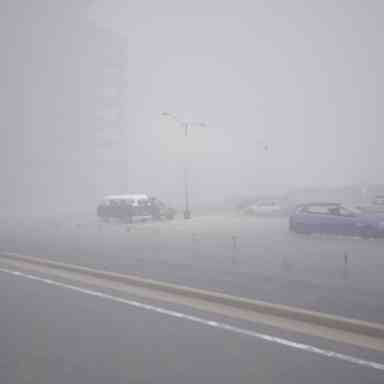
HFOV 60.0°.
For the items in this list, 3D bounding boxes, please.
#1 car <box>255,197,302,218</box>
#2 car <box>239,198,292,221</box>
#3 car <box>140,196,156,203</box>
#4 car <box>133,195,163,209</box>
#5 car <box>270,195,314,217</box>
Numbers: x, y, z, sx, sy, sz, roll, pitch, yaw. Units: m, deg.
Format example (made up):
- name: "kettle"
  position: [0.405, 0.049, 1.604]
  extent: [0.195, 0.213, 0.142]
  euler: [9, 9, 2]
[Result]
- name: "car"
  position: [8.395, 1.497, 32.796]
  extent: [3.905, 1.438, 1.784]
  euler: [-1, 0, 36]
- name: "car"
  position: [6.705, 1.529, 30.446]
  extent: [3.806, 1.475, 1.970]
  euler: [-1, 0, 36]
- name: "car"
  position: [-11.549, 1.938, 86.823]
  extent: [1.851, 1.617, 3.988]
  euler: [-1, 0, 36]
- name: "car"
  position: [-8.503, 1.908, 64.904]
  extent: [1.882, 1.535, 5.008]
  euler: [-1, -1, 36]
- name: "car"
  position: [9.918, 1.287, 35.006]
  extent: [4.605, 1.855, 1.932]
  euler: [-1, 0, 36]
